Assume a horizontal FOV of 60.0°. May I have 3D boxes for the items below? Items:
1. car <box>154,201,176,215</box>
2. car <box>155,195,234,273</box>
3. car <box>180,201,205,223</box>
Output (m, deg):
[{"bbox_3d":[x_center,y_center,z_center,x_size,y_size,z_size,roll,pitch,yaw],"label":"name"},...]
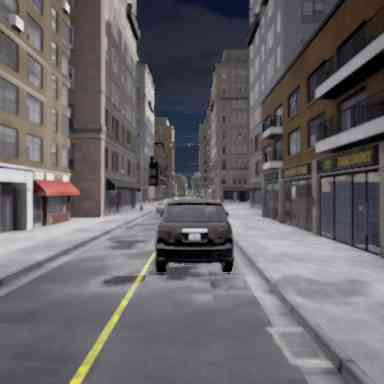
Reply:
[{"bbox_3d":[-2.844,1.682,35.858,1.895,1.301,4.718,0,0,0],"label":"car"},{"bbox_3d":[0.077,1.236,10.956,2.150,2.045,5.566,0,-1,0],"label":"car"},{"bbox_3d":[0.074,1.559,26.964,1.837,1.490,4.892,0,-1,0],"label":"car"}]
